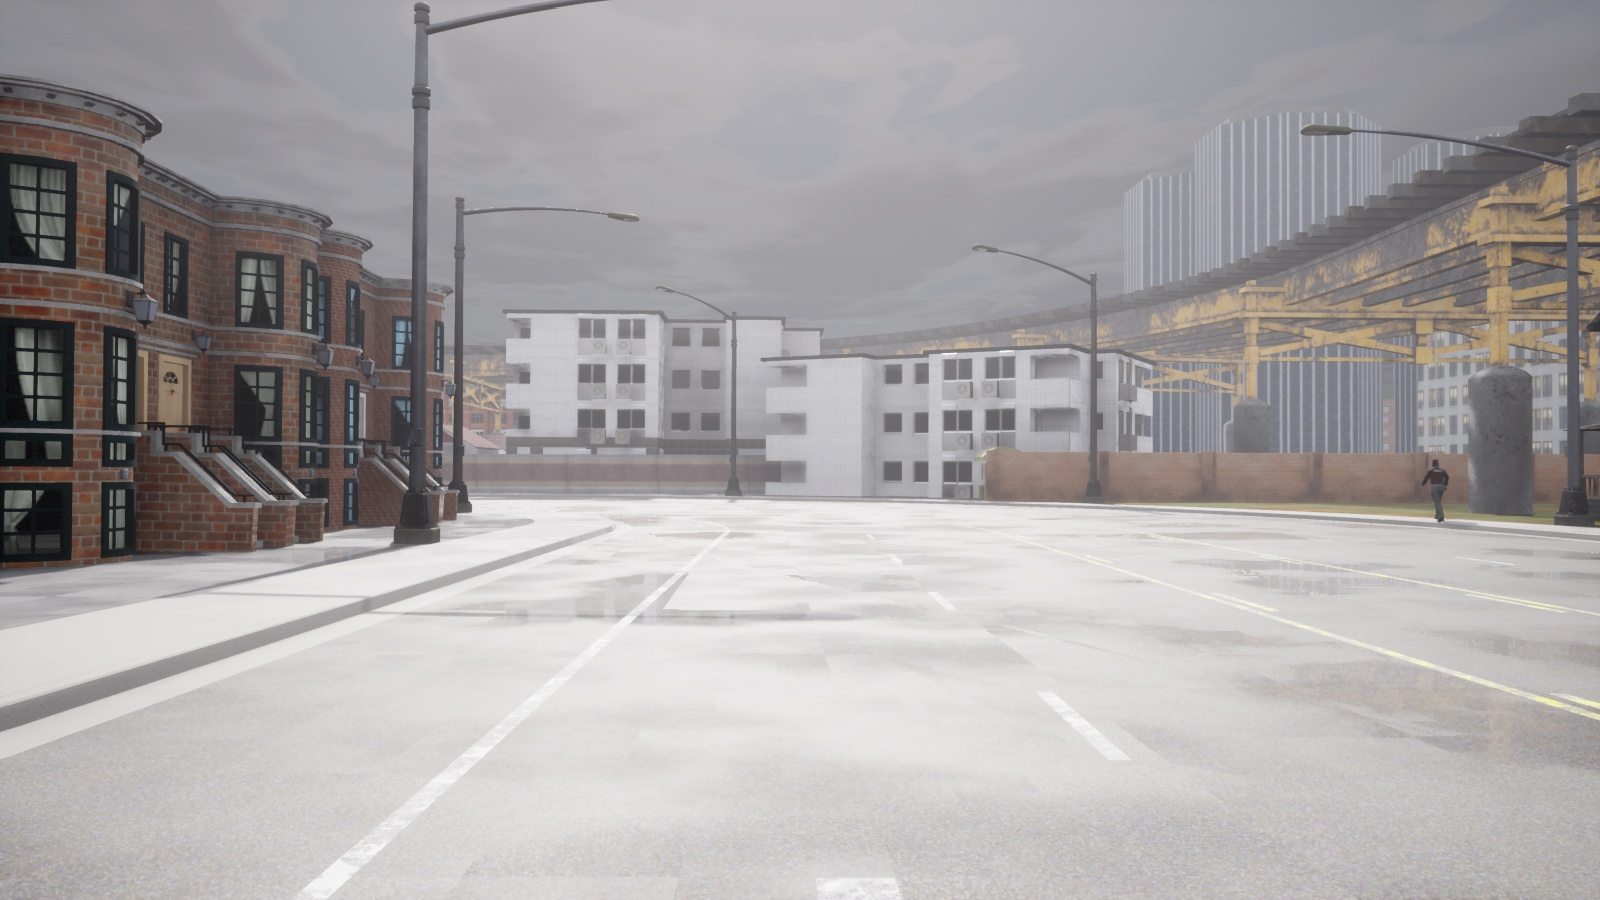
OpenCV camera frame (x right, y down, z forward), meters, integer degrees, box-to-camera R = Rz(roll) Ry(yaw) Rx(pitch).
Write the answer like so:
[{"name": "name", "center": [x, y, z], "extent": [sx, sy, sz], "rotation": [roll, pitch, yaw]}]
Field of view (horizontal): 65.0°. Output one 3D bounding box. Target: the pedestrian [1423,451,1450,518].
[{"name": "pedestrian", "center": [18.527, 1.008, 36.551], "extent": [0.402, 1.930, 0.666], "rotation": [0, -1, -3]}]
